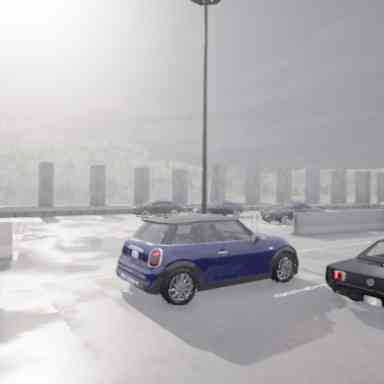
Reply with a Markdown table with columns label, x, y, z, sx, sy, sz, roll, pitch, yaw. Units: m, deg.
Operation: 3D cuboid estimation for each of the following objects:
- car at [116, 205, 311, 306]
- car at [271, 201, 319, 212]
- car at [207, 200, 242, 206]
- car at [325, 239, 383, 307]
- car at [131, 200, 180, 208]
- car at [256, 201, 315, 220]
| label | x | y | z | sx | sy | sz | roll | pitch | yaw |
| --- | --- | --- | --- | --- | --- | --- | --- | --- | --- |
| car | 0.555 | 1.356 | 8.241 | 4.553 | 1.767 | 2.097 | 1 | 0 | -34 |
| car | 7.420 | 1.568 | 24.957 | 4.892 | 1.490 | 1.837 | 1 | -1 | -29 |
| car | 2.378 | 1.516 | 30.113 | 4.902 | 1.511 | 2.128 | 0 | 0 | -30 |
| car | 5.038 | 1.639 | 7.032 | 4.718 | 1.301 | 1.895 | 0 | 0 | -33 |
| car | -3.340 | 1.488 | 30.859 | 4.892 | 1.490 | 1.837 | 1 | -1 | -31 |
| car | 8.262 | 1.561 | 29.371 | 4.902 | 1.511 | 2.128 | 0 | 0 | -28 |
